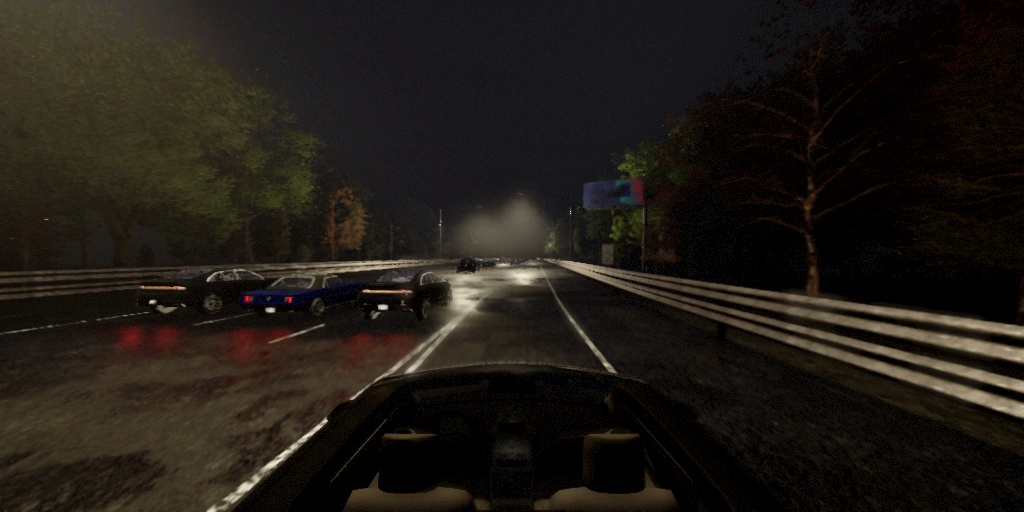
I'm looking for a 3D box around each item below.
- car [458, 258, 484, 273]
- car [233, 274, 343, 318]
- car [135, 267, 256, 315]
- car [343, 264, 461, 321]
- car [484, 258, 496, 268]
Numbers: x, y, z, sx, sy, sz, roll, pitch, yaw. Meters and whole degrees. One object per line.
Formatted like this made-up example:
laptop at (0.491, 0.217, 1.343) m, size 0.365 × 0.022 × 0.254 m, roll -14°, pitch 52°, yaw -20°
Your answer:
car at (-5.012, 1.053, 42.237) m, size 2.097 × 1.767 × 4.553 m, roll 0°, pitch 0°, yaw 4°
car at (-6.911, 1.292, 12.692) m, size 1.895 × 1.301 × 4.718 m, roll 1°, pitch 0°, yaw 4°
car at (-10.402, 1.152, 12.955) m, size 2.128 × 1.511 × 4.902 m, roll 0°, pitch 0°, yaw 4°
car at (-3.429, 1.213, 12.383) m, size 2.128 × 1.511 × 4.902 m, roll 0°, pitch 0°, yaw 4°
car at (-3.849, 1.203, 60.278) m, size 2.128 × 1.511 × 4.902 m, roll 0°, pitch 0°, yaw 4°
